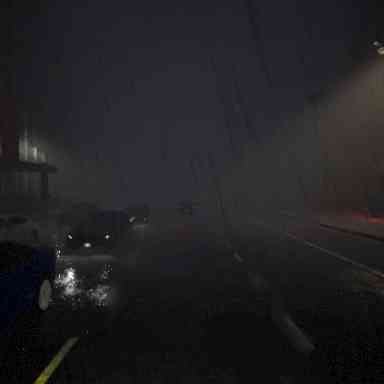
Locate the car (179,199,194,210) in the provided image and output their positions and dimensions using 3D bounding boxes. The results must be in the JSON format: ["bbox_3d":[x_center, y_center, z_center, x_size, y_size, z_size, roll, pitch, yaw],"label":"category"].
[{"bbox_3d":[-0.717,1.566,44.037,1.895,1.301,4.718,0,0,-1],"label":"car"}]

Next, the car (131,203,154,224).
[{"bbox_3d":[-3.988,1.556,24.783,1.994,1.385,4.181,0,0,-1],"label":"car"}]

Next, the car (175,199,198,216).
[{"bbox_3d":[-0.476,1.499,32.271,1.812,1.442,4.674,0,0,0],"label":"car"}]

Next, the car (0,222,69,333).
[{"bbox_3d":[-3.665,1.486,4.788,1.882,1.535,5.008,0,0,-1],"label":"car"}]

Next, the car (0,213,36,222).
[{"bbox_3d":[-7.284,1.540,12.308,1.812,1.442,4.674,0,0,-1],"label":"car"}]

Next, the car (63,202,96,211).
[{"bbox_3d":[-7.453,1.484,22.507,1.882,1.535,5.008,0,0,-1],"label":"car"}]

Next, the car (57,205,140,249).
[{"bbox_3d":[-3.830,1.548,14.774,2.033,1.411,5.357,0,0,-1],"label":"car"}]

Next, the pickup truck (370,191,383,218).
[{"bbox_3d":[16.171,0.979,27.437,2.390,2.098,6.274,0,0,30],"label":"pickup truck"}]
